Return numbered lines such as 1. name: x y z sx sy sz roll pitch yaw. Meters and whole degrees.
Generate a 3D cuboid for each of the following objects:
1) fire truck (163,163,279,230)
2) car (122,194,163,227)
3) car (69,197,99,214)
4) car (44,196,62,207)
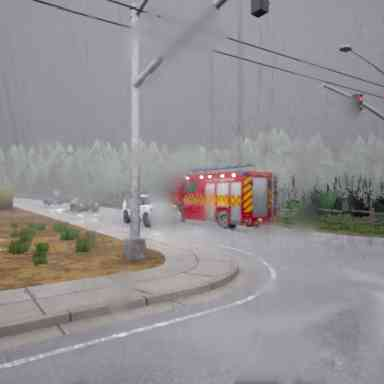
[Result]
1. fire truck: 1.601 0.298 22.210 2.891 3.827 8.468 -1 0 -34
2. car: -2.939 1.187 22.740 2.150 2.045 5.566 0 0 -34
3. car: -11.565 1.318 35.577 2.097 1.767 4.553 0 0 -34
4. car: -20.699 1.296 49.319 2.128 1.511 4.902 0 0 -34
